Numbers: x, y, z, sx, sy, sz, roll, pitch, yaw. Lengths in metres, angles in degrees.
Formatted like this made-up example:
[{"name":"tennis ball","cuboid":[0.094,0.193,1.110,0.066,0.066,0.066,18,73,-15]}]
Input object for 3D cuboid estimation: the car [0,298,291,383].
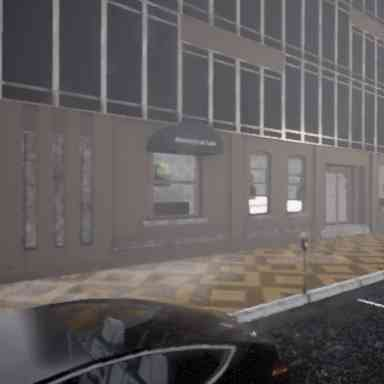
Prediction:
[{"name":"car","cuboid":[-1.210,1.555,2.022,4.313,1.339,1.947,0,0,-35]}]
